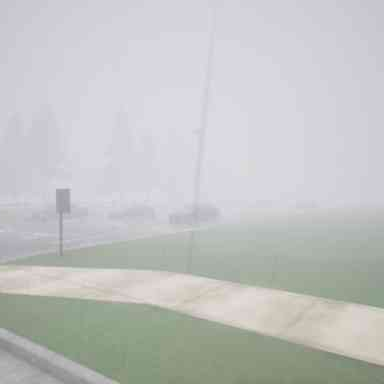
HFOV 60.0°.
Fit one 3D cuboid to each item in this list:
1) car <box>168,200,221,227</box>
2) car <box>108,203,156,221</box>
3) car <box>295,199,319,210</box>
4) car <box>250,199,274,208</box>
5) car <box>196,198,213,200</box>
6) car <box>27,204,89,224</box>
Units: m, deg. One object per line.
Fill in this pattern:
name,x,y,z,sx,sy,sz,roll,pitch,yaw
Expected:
car,0.255,1.595,24.529,1.882,1.535,5.008,-1,0,36
car,-5.129,1.702,28.990,1.812,1.442,4.674,-1,0,36
car,15.960,1.662,45.888,2.033,1.411,5.357,-1,0,37
car,10.747,1.721,50.604,2.033,1.411,5.357,-1,0,37
car,1.277,1.556,43.685,2.097,1.767,4.553,-1,0,36
car,-10.821,1.697,27.174,2.128,1.511,4.902,-1,0,36
